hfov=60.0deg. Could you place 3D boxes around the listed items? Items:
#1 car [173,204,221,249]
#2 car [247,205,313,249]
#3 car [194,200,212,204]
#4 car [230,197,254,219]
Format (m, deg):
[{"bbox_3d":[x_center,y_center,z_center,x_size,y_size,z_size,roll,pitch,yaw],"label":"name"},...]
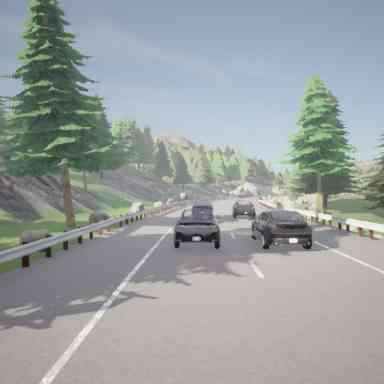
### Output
[{"bbox_3d":[0.251,1.495,14.588,2.128,1.511,4.902,0,0,2],"label":"car"},{"bbox_3d":[3.749,1.517,14.471,1.837,1.490,4.892,0,0,2],"label":"car"},{"bbox_3d":[1.003,1.485,29.513,1.882,1.535,5.008,0,0,4],"label":"car"},{"bbox_3d":[4.495,1.495,29.285,2.128,1.511,4.902,0,0,4],"label":"car"}]
